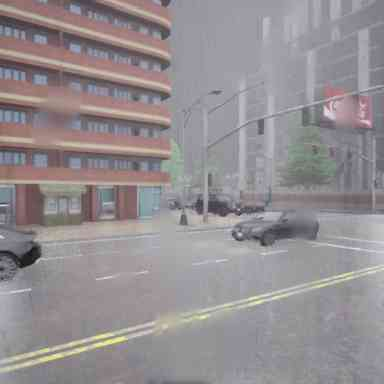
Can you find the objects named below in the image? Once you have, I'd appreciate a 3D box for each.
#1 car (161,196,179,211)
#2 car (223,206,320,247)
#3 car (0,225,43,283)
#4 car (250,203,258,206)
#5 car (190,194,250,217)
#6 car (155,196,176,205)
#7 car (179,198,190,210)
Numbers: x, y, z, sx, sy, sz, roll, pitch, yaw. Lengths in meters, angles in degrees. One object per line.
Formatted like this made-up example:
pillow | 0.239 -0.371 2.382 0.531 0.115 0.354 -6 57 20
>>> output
car | -3.945 1.352 40.684 2.097 1.767 4.553 0 0 -35
car | 3.921 1.526 15.203 4.674 1.442 1.812 0 0 -34
car | -6.325 1.493 8.115 4.902 1.511 2.128 0 0 -35
car | 5.254 1.601 33.647 1.895 1.301 4.718 0 0 -35
car | 2.528 1.225 31.437 2.150 2.045 5.566 0 0 -35
car | -4.883 1.526 60.685 1.812 1.442 4.674 0 0 -35
car | -1.643 1.492 43.500 2.128 1.511 4.902 0 0 -35
